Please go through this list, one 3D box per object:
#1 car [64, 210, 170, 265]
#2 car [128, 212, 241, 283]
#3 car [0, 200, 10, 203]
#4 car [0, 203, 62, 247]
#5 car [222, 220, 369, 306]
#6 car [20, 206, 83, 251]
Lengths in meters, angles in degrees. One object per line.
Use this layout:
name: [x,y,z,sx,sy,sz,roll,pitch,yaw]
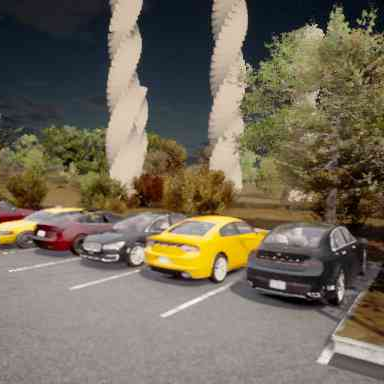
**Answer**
car: [-1.460,1.432,11.428,2.231,1.521,4.892,1,0,36]
car: [0.772,1.452,9.816,2.097,1.535,5.008,1,0,36]
car: [-10.437,1.199,17.807,2.185,1.767,4.553,1,1,36]
car: [-6.053,1.381,14.479,1.946,1.575,5.366,1,0,36]
car: [3.011,1.470,8.212,2.231,1.521,4.892,0,0,36]
car: [-3.684,1.441,13.047,2.163,1.488,4.792,1,0,36]
